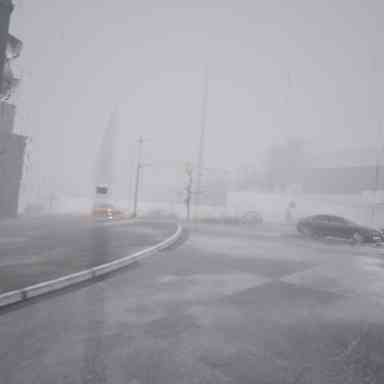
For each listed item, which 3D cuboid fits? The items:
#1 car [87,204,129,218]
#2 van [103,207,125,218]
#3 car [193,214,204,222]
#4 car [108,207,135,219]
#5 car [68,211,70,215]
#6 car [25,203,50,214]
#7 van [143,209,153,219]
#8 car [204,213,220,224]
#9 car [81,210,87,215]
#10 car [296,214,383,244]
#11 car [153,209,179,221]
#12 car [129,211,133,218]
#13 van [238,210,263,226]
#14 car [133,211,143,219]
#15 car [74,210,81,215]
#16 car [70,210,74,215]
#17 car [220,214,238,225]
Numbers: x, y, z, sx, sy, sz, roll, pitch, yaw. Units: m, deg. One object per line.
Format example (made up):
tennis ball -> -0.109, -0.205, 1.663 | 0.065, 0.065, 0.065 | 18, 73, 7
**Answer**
car -> -9.853, 2.158, 38.822 | 2.097, 1.767, 4.553 | 8, -7, -43
van -> -16.438, 4.437, 70.250 | 1.878, 1.987, 4.442 | 1, -6, 27
car -> 1.897, 3.950, 50.670 | 1.946, 1.575, 5.366 | 1, -6, 27
car -> -14.336, 4.338, 68.217 | 2.435, 2.045, 5.566 | 0, -6, 27
car -> -28.662, 5.329, 83.298 | 2.097, 1.535, 5.008 | 0, -7, 27
car -> -26.697, 2.726, 56.680 | 2.097, 1.767, 4.553 | 8, -7, -43
van -> -6.225, 4.037, 59.419 | 1.878, 1.987, 4.442 | 1, -6, 27
car -> 4.019, 3.939, 48.666 | 2.002, 1.452, 4.674 | 1, -6, 27
car -> -22.506, 4.855, 76.860 | 2.185, 1.767, 4.553 | 0, -7, 27
car -> 8.494, 2.079, 19.274 | 1.837, 1.490, 4.892 | 7, -3, -43
car -> -4.126, 4.078, 57.375 | 2.185, 1.767, 4.553 | 1, -6, 27
car -> -12.314, 4.504, 66.004 | 2.097, 1.535, 5.008 | 1, -6, 27
van -> 8.068, 3.511, 44.251 | 1.878, 1.987, 4.442 | 1, -6, 27
car -> -8.156, 4.368, 61.837 | 1.946, 1.575, 5.366 | 1, -6, 27
car -> -24.647, 5.062, 78.814 | 1.946, 1.575, 5.366 | 0, -7, 27
car -> -26.589, 5.085, 81.184 | 2.185, 1.767, 4.553 | 0, -7, 27
car -> 6.053, 3.863, 46.498 | 2.002, 1.452, 4.674 | 1, -6, 27
